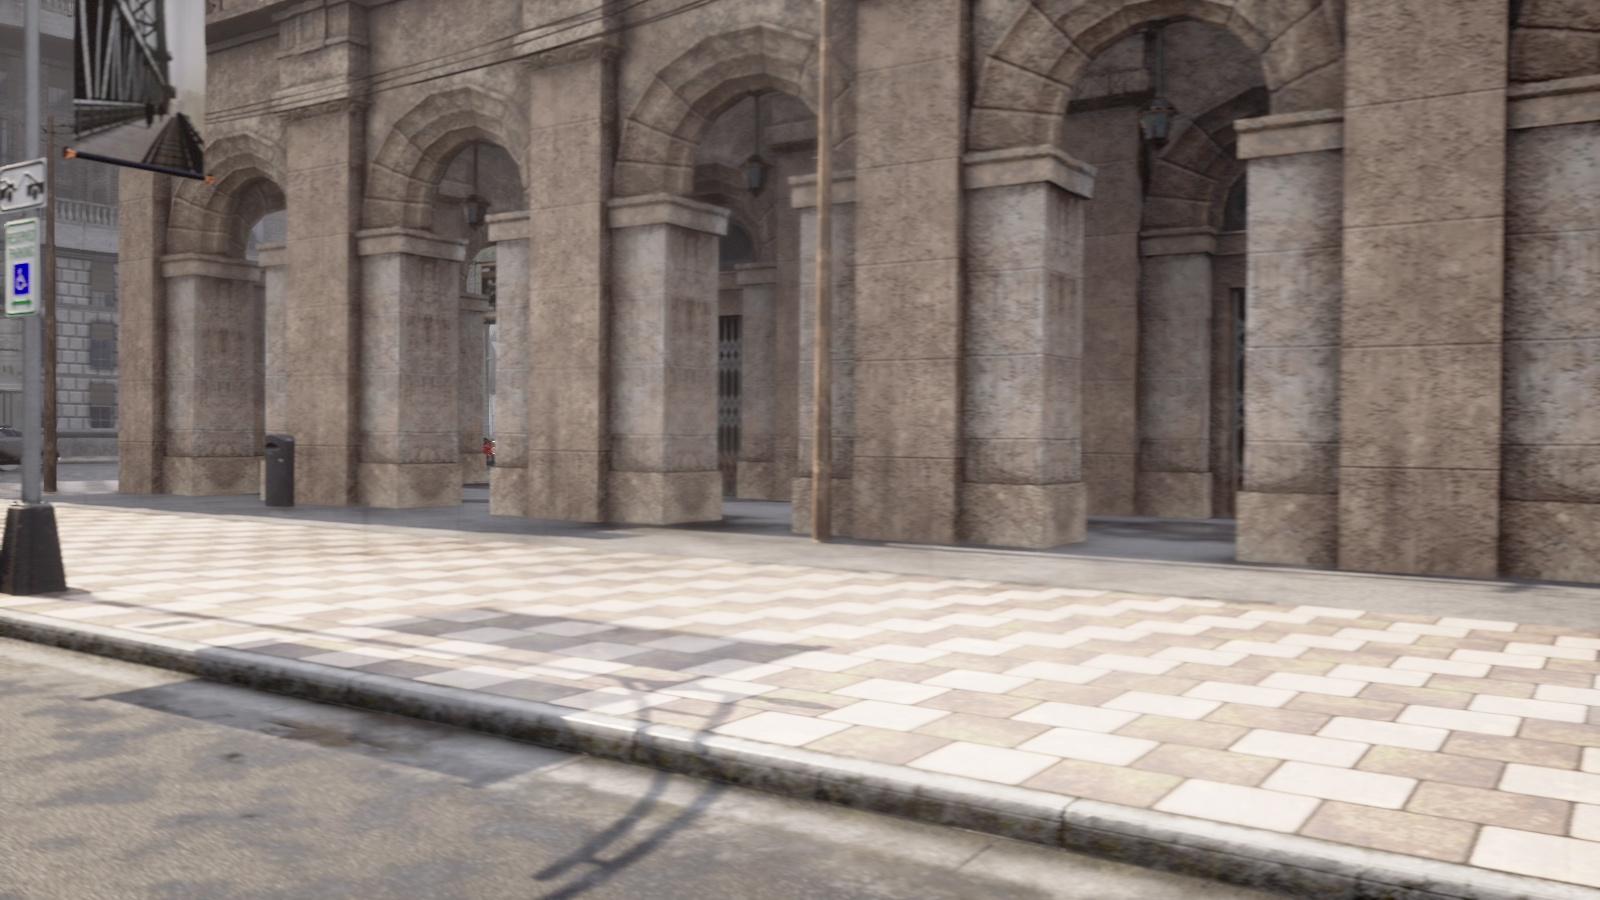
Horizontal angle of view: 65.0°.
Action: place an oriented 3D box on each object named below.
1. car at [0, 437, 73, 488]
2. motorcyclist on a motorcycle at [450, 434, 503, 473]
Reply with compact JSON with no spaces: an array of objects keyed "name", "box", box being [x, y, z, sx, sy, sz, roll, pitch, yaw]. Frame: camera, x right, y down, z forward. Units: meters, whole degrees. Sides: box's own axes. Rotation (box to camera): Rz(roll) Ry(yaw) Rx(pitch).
[{"name":"car","box":[-25.410,0.392,38.536,2.128,1.511,4.902,0,1,33]},{"name":"motorcyclist on a motorcycle","box":[-13.076,0.138,50.820,0.797,1.523,2.044,0,1,34]}]
